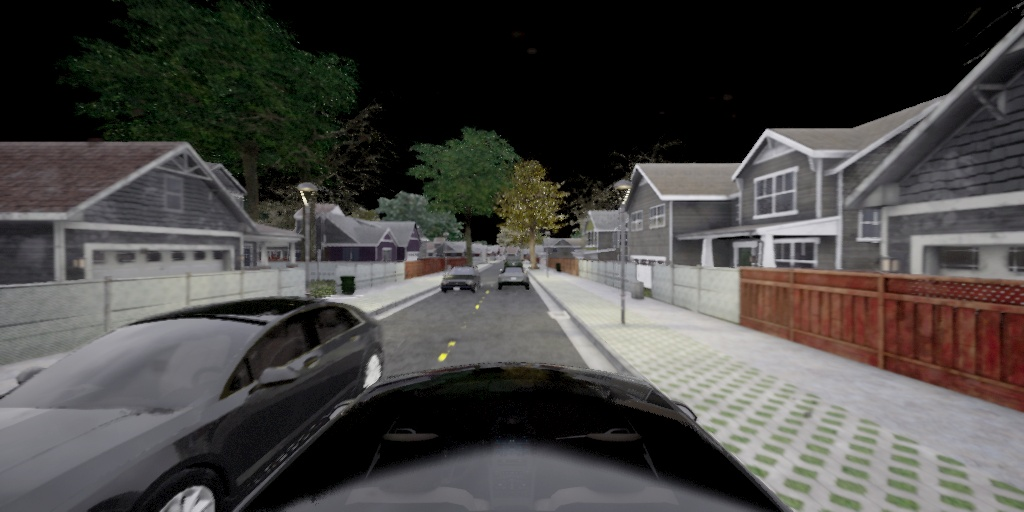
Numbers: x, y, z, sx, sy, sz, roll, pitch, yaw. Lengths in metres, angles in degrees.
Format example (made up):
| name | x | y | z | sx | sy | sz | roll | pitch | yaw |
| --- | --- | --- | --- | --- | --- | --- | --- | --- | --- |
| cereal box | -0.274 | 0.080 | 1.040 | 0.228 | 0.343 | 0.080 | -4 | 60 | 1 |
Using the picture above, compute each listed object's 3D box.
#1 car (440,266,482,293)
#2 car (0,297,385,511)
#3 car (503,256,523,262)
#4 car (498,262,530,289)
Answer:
| name | x | y | z | sx | sy | sz | roll | pitch | yaw |
| --- | --- | --- | --- | --- | --- | --- | --- | --- | --- |
| car | -2.788 | 1.299 | 20.879 | 2.033 | 1.411 | 5.357 | 0 | 0 | 0 |
| car | -2.830 | 1.254 | 3.558 | 1.837 | 1.490 | 4.892 | 0 | 0 | 0 |
| car | 0.142 | 0.987 | 41.823 | 2.150 | 2.045 | 5.566 | 0 | 0 | 0 |
| car | 0.111 | 1.318 | 23.292 | 1.994 | 1.385 | 4.181 | 0 | 0 | 0 |
